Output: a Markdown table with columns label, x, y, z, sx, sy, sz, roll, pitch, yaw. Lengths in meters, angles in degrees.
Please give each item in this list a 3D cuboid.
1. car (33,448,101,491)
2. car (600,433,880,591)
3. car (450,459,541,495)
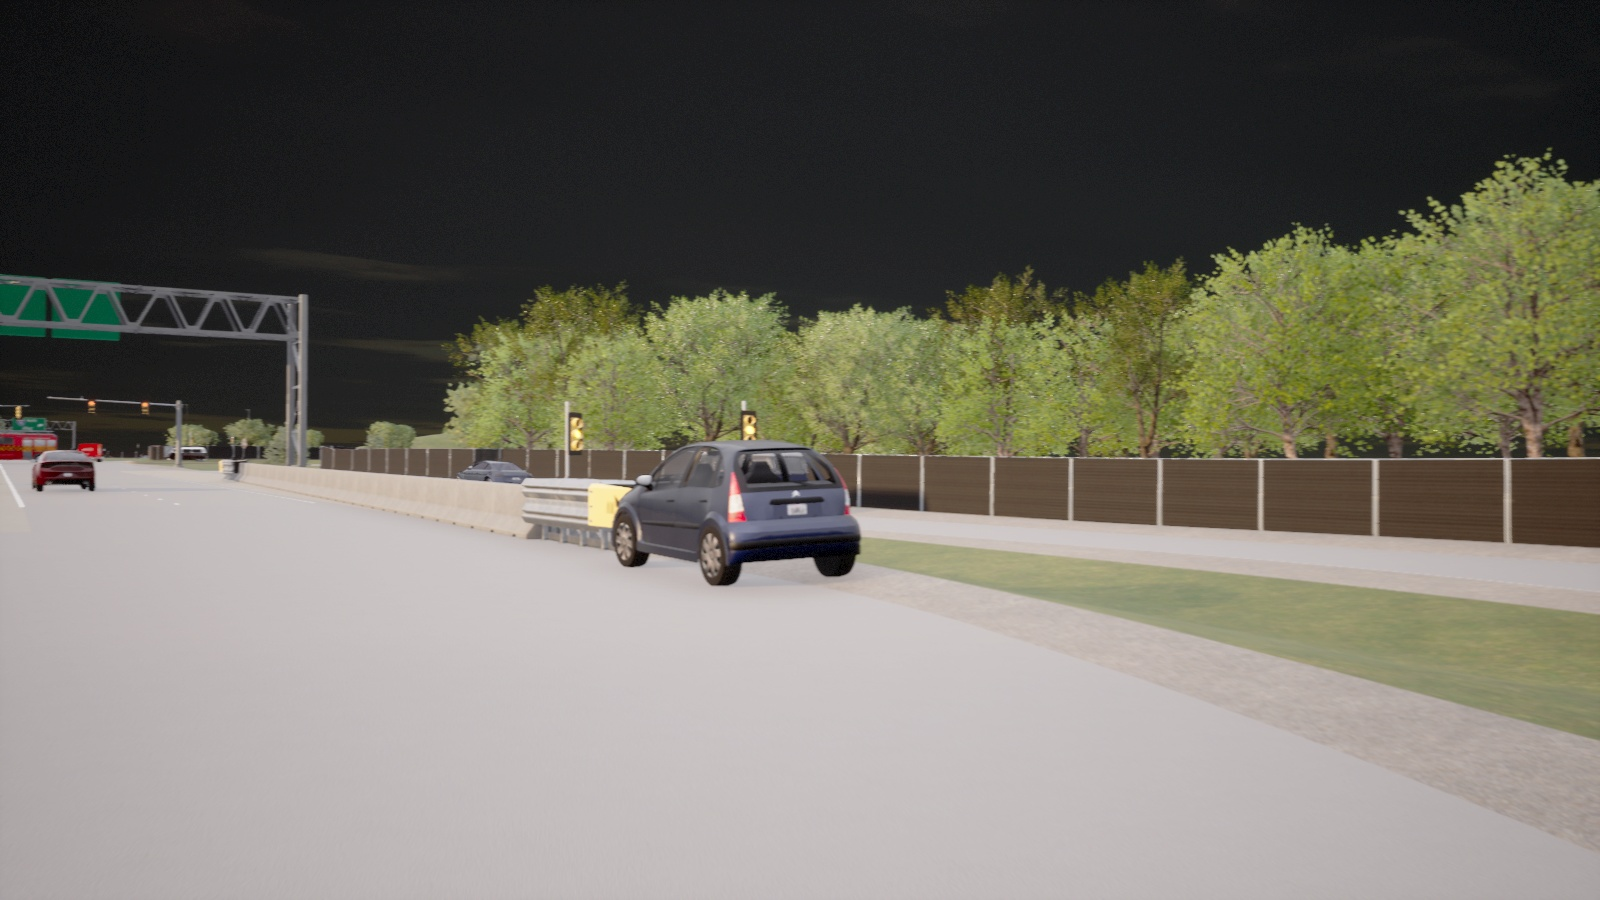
| label | x | y | z | sx | sy | sz | roll | pitch | yaw |
| --- | --- | --- | --- | --- | --- | --- | --- | --- | --- |
| car | -27.724 | 0.700 | 47.431 | 1.882 | 1.535 | 5.008 | 1 | 0 | -34 |
| car | -0.881 | 0.642 | 15.413 | 1.851 | 1.617 | 3.988 | -2 | 1 | -29 |
| car | -12.920 | 1.108 | 53.084 | 1.994 | 1.385 | 4.181 | 1 | 0 | -41 |
